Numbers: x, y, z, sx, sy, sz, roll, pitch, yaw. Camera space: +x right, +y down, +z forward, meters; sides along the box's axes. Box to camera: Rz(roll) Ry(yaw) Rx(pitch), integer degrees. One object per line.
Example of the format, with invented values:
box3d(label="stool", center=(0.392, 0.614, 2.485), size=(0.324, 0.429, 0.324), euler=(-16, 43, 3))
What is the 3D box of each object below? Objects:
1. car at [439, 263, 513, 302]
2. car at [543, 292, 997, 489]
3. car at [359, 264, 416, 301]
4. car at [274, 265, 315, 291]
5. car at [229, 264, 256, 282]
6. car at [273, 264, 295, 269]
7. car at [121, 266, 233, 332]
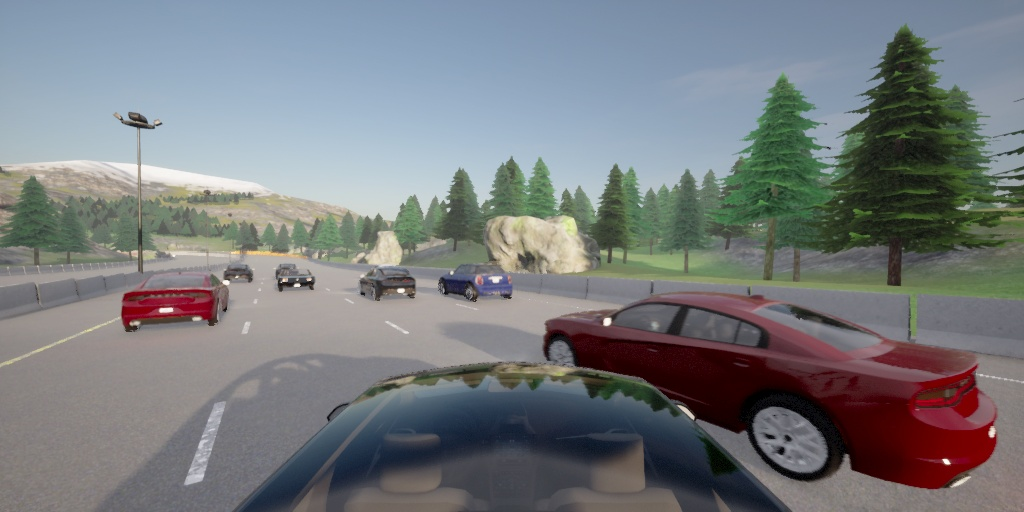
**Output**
box3d(label="car", center=(-1.910, 1.132, 17.678), size=(2.097, 1.767, 4.553), euler=(0, 0, -34))
box3d(label="car", center=(2.450, 1.231, 4.930), size=(1.882, 1.535, 5.008), euler=(0, 0, -34))
box3d(label="car", center=(-6.293, 1.293, 17.923), size=(1.837, 1.490, 4.892), euler=(0, 0, -34))
box3d(label="car", center=(-13.807, 1.441, 22.817), size=(1.895, 1.301, 4.718), euler=(0, 0, -34))
box3d(label="car", center=(-23.224, 1.443, 30.541), size=(1.837, 1.490, 4.892), euler=(0, -1, -34))
box3d(label="car", center=(-21.371, 1.466, 34.054), size=(1.837, 1.490, 4.892), euler=(0, -1, -34))
box3d(label="car", center=(-10.202, 1.240, 11.193), size=(1.882, 1.535, 5.008), euler=(0, 0, -34))
